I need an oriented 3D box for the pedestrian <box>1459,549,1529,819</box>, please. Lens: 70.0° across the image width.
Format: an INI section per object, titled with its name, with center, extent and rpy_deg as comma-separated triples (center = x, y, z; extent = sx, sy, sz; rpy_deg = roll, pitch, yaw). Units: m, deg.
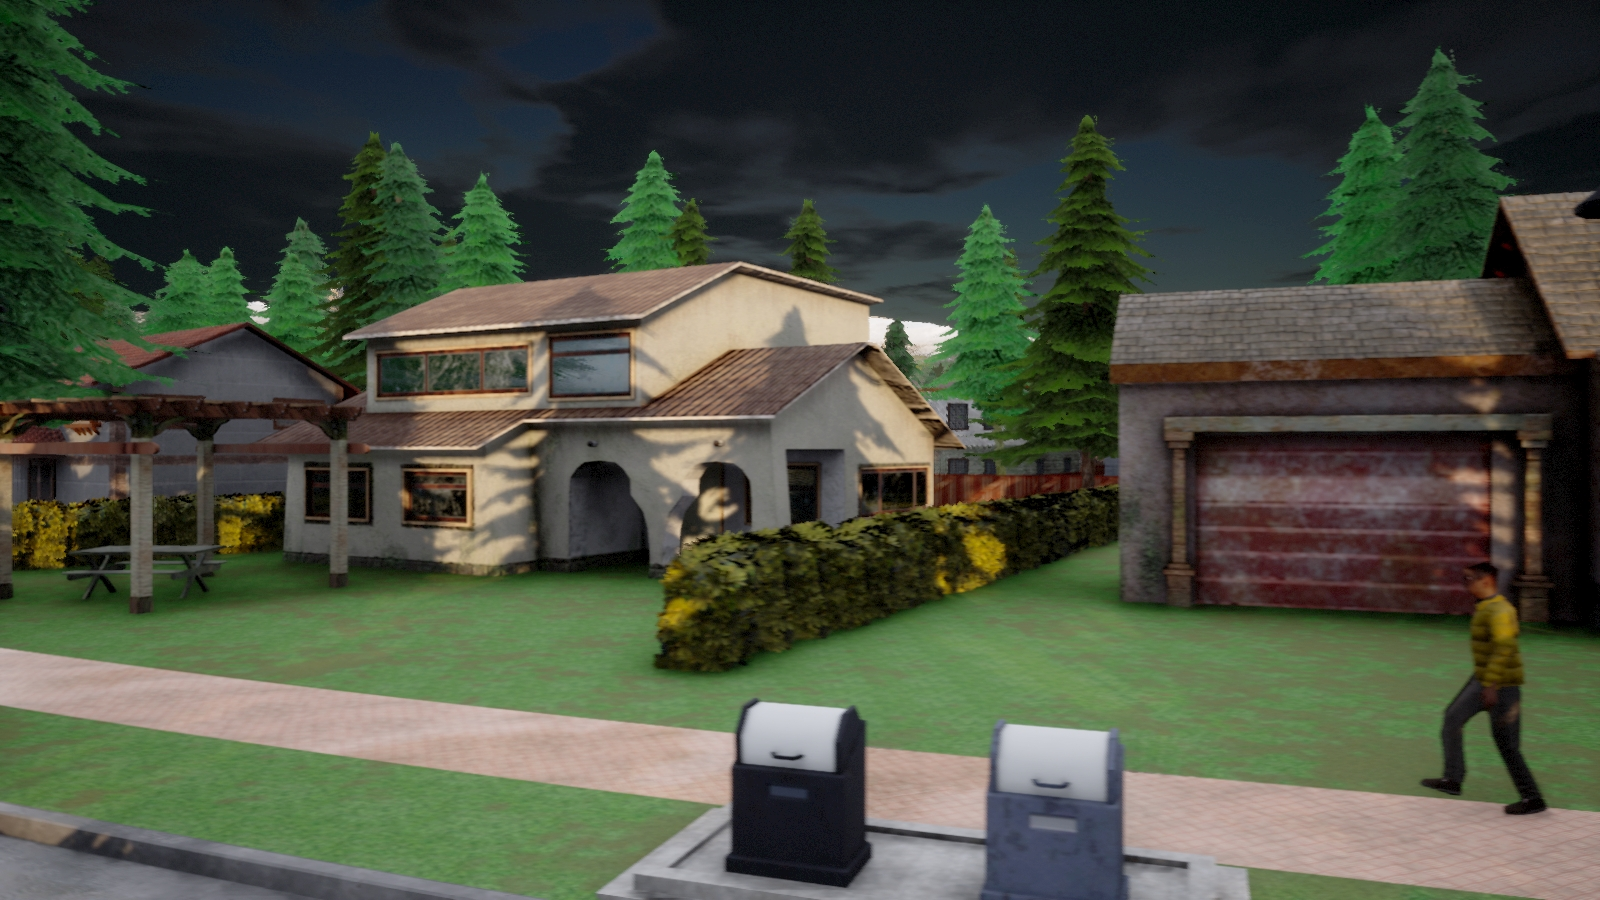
[pedestrian]
center = 5.030, 1.666, 8.288
extent = 0.375, 1.860, 0.375
rpy_deg = 0, 0, 21
